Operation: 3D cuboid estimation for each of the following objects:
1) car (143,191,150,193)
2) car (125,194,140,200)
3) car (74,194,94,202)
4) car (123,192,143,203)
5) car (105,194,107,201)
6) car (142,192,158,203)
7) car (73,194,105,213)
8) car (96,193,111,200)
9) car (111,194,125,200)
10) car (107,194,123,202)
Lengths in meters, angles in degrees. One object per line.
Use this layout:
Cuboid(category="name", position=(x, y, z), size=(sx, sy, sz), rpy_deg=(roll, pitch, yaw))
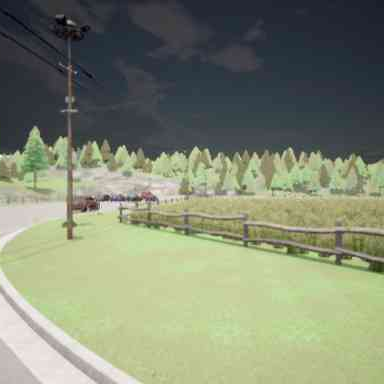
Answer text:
Cuboid(category="car", position=(-10.395, 0.890, 77.366), size=(2.150, 2.045, 5.566), rpy_deg=(0, 0, 7))
Cuboid(category="car", position=(-13.875, 1.195, 77.745), size=(2.033, 1.411, 5.357), rpy_deg=(0, 0, 7))
Cuboid(category="car", position=(-22.043, 1.280, 68.213), size=(1.882, 1.535, 5.008), rpy_deg=(0, 0, 7))
Cuboid(category="car", position=(-11.614, 1.326, 66.989), size=(1.882, 1.535, 5.008), rpy_deg=(0, 0, 7))
Cuboid(category="car", position=(-18.518, 1.374, 68.219), size=(1.994, 1.385, 4.181), rpy_deg=(0, 0, 7))
Cuboid(category="car", position=(-8.079, 1.362, 67.088), size=(1.837, 1.490, 4.892), rpy_deg=(0, 0, 7))
Cuboid(category="car", position=(-11.581, 1.257, 35.990), size=(2.097, 1.767, 4.553), rpy_deg=(0, 0, 6))
Cuboid(category="car", position=(-20.827, 1.115, 78.561), size=(1.882, 1.535, 5.008), rpy_deg=(0, 0, 7))
Cuboid(category="car", position=(-17.348, 1.241, 78.183), size=(1.895, 1.301, 4.718), rpy_deg=(0, 0, 7))
Cuboid(category="car", position=(-15.029, 1.190, 67.918), size=(2.097, 1.767, 4.553), rpy_deg=(0, 0, 7))
